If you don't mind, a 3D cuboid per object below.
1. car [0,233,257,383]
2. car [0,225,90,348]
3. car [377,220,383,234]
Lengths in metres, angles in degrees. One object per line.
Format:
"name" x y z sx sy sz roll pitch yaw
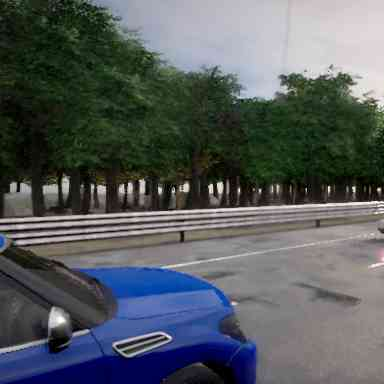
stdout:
"car" -2.056 1.225 2.280 5.566 2.045 2.150 0 0 -35
"car" -4.310 1.496 4.971 4.902 1.511 2.128 0 0 -36
"car" 10.828 1.504 15.766 4.718 1.301 1.895 0 0 -35
